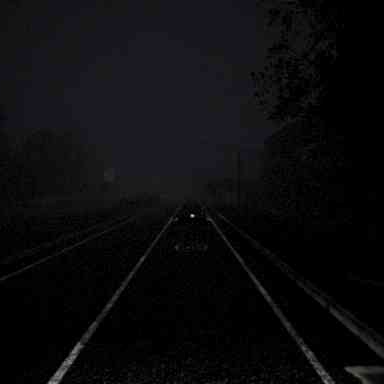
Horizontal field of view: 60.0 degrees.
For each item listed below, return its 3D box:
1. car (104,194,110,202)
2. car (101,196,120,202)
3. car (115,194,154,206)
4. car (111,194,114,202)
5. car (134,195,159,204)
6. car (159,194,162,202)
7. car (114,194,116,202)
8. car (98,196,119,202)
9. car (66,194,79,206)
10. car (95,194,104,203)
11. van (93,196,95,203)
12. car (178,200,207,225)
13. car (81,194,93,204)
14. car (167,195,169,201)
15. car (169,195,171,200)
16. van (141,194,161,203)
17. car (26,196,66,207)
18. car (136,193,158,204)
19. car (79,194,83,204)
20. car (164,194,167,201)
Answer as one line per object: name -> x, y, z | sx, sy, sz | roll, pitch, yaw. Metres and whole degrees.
car -> -21.971, 1.656, 74.624 | 5.366, 1.575, 1.946 | 0, -1, 0
car -> -22.227, 1.871, 91.209 | 4.674, 1.452, 2.002 | 0, -1, 0
car -> -8.998, 1.474, 52.359 | 4.892, 1.521, 2.231 | 0, 0, 0
car -> -22.152, 1.743, 80.194 | 4.792, 1.488, 2.163 | 0, -1, 0
car -> -9.013, 1.440, 66.370 | 4.553, 1.767, 2.185 | 0, -1, 0
car -> -9.064, 1.291, 63.571 | 5.566, 2.045, 2.435 | 0, 0, 0
car -> -22.222, 1.770, 82.979 | 4.792, 1.488, 2.163 | 0, -1, 0
car -> -22.213, 1.801, 88.549 | 5.008, 1.535, 2.097 | 0, -1, 0
car -> -22.096, 1.497, 55.131 | 5.008, 1.535, 2.097 | 0, 0, 0
car -> -22.143, 1.672, 71.838 | 4.674, 1.452, 2.002 | 0, -1, 0
van -> -22.241, 1.352, 66.268 | 4.442, 1.987, 1.878 | 0, 0, 0
car -> 0.028, 1.557, 24.198 | 1.994, 1.385, 4.181 | 0, 0, 0
car -> -22.084, 1.429, 63.487 | 4.553, 1.767, 2.185 | 0, 0, 0
car -> -9.131, 1.450, 80.389 | 5.566, 2.045, 2.435 | 0, -1, 0
car -> -9.147, 1.821, 91.599 | 5.008, 1.535, 2.097 | 0, -1, 0
van -> -9.194, 1.421, 74.781 | 4.442, 1.987, 1.878 | 0, -1, 0
car -> -22.072, 1.477, 49.563 | 5.008, 1.535, 2.097 | 0, 0, 0
car -> -9.040, 1.234, 55.161 | 5.566, 2.045, 2.435 | 0, 0, 0
car -> -22.100, 1.554, 57.918 | 4.674, 1.452, 2.002 | 0, 0, 0
car -> -9.085, 1.674, 77.583 | 5.008, 1.535, 2.097 | 0, -1, 0
